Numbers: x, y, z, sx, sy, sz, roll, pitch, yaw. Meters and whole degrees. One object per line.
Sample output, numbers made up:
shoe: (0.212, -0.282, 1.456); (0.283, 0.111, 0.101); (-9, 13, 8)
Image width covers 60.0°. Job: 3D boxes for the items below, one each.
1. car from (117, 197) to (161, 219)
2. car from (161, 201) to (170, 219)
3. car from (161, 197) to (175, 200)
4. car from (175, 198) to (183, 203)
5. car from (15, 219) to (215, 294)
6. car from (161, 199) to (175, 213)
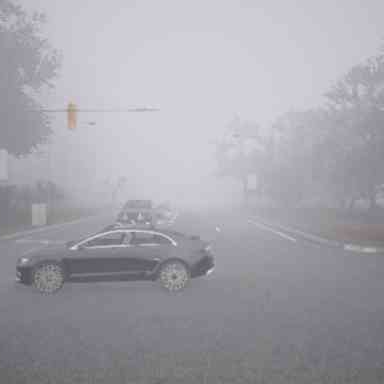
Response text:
car: (-3.634, 1.507, 22.957); (2.150, 2.045, 5.566); (0, -1, 0)
car: (-3.647, 1.951, 33.501); (2.033, 1.411, 5.357); (0, -1, 0)
car: (-7.111, 2.122, 92.493); (2.097, 1.767, 4.553); (0, 0, -18)
car: (-3.970, 2.374, 94.151); (1.895, 1.301, 4.718); (0, 0, -18)
car: (-1.855, 1.600, 8.579); (4.902, 1.511, 2.128); (0, -1, -3)
car: (-3.804, 2.068, 45.274); (1.994, 1.385, 4.181); (0, 0, -1)
